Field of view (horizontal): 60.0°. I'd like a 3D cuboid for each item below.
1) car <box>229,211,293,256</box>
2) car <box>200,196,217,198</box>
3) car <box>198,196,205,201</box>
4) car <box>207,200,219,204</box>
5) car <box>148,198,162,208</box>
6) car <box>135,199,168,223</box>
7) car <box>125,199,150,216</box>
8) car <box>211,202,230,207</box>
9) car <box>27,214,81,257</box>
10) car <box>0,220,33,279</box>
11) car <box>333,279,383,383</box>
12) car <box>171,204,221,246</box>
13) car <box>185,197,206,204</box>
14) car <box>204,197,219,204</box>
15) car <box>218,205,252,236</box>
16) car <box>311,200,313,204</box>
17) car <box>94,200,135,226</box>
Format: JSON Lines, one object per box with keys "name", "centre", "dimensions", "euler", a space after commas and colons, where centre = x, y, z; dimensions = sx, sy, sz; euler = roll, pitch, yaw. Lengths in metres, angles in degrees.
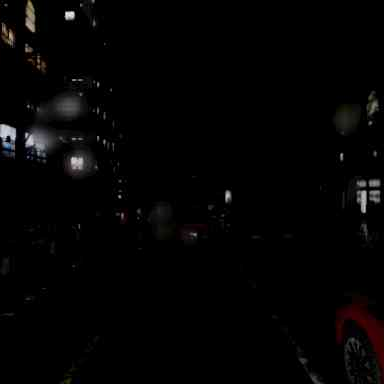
{"name": "car", "centre": [2.690, 1.619, 12.993], "dimensions": [1.802, 1.307, 4.206], "euler": [0, 0, 0]}
{"name": "car", "centre": [2.686, 1.475, 46.230], "dimensions": [2.192, 1.841, 5.009], "euler": [0, 0, 0]}
{"name": "car", "centre": [2.681, 1.824, 95.417], "dimensions": [1.967, 1.590, 4.097], "euler": [0, 0, 0]}
{"name": "car", "centre": [2.688, 1.663, 29.610], "dimensions": [1.947, 1.339, 4.313], "euler": [0, 0, 0]}
{"name": "car", "centre": [-5.696, 1.706, 51.599], "dimensions": [1.752, 1.417, 4.829], "euler": [0, 0, 0]}
{"name": "car", "centre": [-3.102, 1.437, 26.419], "dimensions": [2.097, 1.767, 4.553], "euler": [0, 0, 0]}
{"name": "car", "centre": [-5.693, 1.558, 35.150], "dimensions": [1.967, 1.590, 4.097], "euler": [0, 0, 0]}
{"name": "car", "centre": [2.688, 1.627, 24.071], "dimensions": [2.008, 1.369, 4.403], "euler": [0, 0, 0]}
{"name": "car", "centre": [-5.691, 1.588, 12.993], "dimensions": [2.008, 1.369, 4.403], "euler": [0, 0, 0]}
{"name": "car", "centre": [-5.690, 1.571, 7.454], "dimensions": [2.008, 1.369, 4.403], "euler": [0, 0, 0]}
{"name": "car", "centre": [2.692, 1.320, 1.918], "dimensions": [2.192, 1.841, 5.009], "euler": [0, 0, 0]}
{"name": "car", "centre": [0.090, 1.523, 15.466], "dimensions": [1.882, 1.535, 5.008], "euler": [0, 0, 0]}
{"name": "car", "centre": [0.092, 1.589, 33.334], "dimensions": [1.882, 1.535, 5.008], "euler": [0, 0, 0]}
{"name": "car", "centre": [2.687, 1.665, 40.860], "dimensions": [1.752, 1.417, 4.829], "euler": [0, 0, 0]}
{"name": "car", "centre": [2.689, 1.622, 18.533], "dimensions": [1.947, 1.339, 4.313], "euler": [0, 0, 0]}
{"name": "car", "centre": [26.145, 1.905, 66.261], "dimensions": [4.507, 1.381, 1.887], "euler": [0, 0, 0]}
{"name": "car", "centre": [-5.693, 1.517, 24.071], "dimensions": [1.967, 1.590, 4.097], "euler": [0, 0, 0]}
